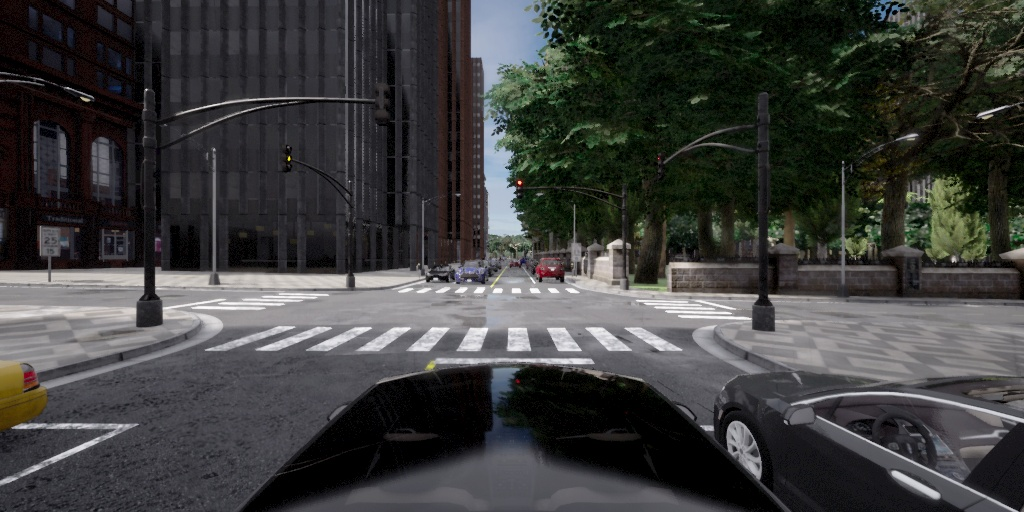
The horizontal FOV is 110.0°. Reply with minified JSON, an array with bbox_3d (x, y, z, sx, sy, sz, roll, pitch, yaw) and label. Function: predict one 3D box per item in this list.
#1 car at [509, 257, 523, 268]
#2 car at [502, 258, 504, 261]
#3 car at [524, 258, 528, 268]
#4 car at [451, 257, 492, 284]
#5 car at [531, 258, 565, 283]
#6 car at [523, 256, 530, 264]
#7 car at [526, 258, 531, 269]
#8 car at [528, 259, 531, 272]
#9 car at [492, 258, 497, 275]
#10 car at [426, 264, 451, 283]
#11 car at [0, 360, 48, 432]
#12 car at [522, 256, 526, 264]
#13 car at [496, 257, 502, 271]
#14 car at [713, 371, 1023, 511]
[{"bbox_3d":[0.536,1.323,61.252,1.812,1.442,4.674,0,0,0],"label":"car"},{"bbox_3d":[-2.664,1.354,55.429,1.994,1.385,4.181,0,0,1],"label":"car"},{"bbox_3d":[3.129,1.335,50.205,2.007,1.370,4.403,0,0,0],"label":"car"},{"bbox_3d":[-2.912,1.112,26.839,2.097,1.767,4.553,0,0,0],"label":"car"},{"bbox_3d":[2.963,1.075,28.380,2.192,1.841,5.009,0,0,0],"label":"car"},{"bbox_3d":[3.170,1.231,55.661,1.967,1.591,4.097,0,0,0],"label":"car"},{"bbox_3d":[3.087,1.329,44.748,2.007,1.370,4.403,0,0,0],"label":"car"},{"bbox_3d":[3.046,1.338,39.292,1.948,1.339,4.313,0,0,0],"label":"car"},{"bbox_3d":[-2.842,1.273,35.942,1.837,1.490,4.892,0,0,1],"label":"car"},{"bbox_3d":[-5.562,1.326,28.436,1.948,1.339,4.313,0,0,0],"label":"car"},{"bbox_3d":[-5.766,1.275,1.602,1.751,1.417,4.829,0,0,0],"label":"car"},{"bbox_3d":[3.211,1.237,61.118,1.967,1.591,4.097,0,0,0],"label":"car"},{"bbox_3d":[-2.764,1.270,45.439,2.128,1.511,4.902,0,0,0],"label":"car"},{"bbox_3d":[2.760,1.300,1.716,2.007,1.370,4.403,0,0,0],"label":"car"}]
